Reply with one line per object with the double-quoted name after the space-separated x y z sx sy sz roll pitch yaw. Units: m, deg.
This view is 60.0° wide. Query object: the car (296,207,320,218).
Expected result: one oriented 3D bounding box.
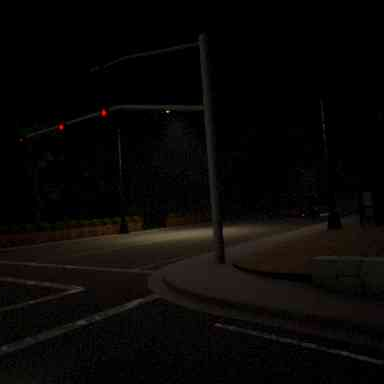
15.484 2.671 44.232 1.895 1.301 4.718 -6 -4 37 "car"
